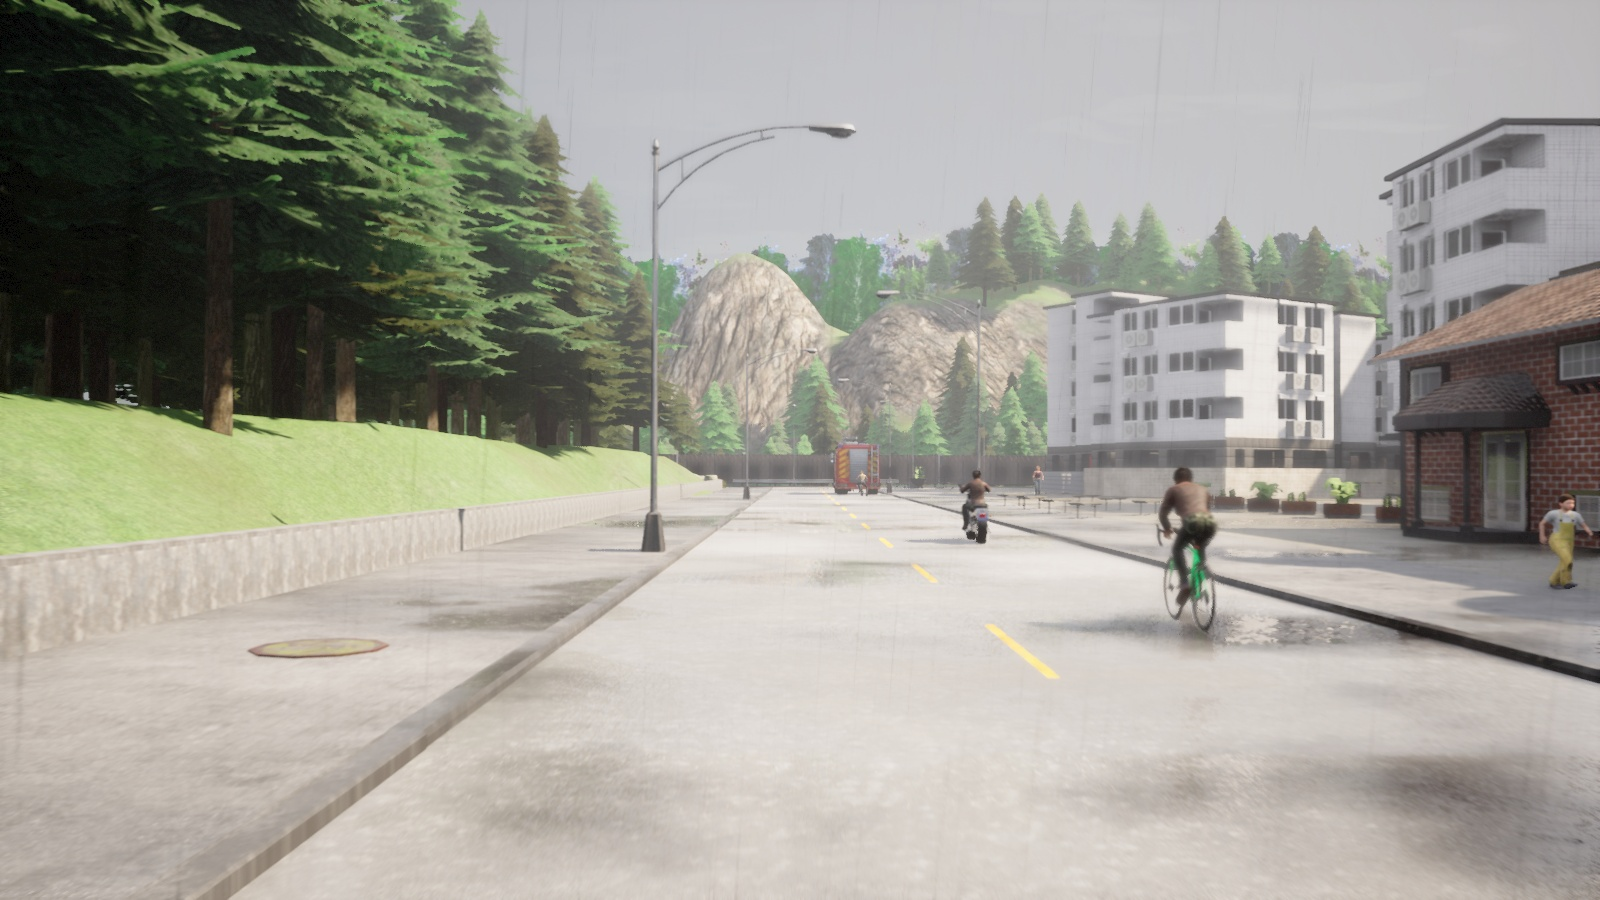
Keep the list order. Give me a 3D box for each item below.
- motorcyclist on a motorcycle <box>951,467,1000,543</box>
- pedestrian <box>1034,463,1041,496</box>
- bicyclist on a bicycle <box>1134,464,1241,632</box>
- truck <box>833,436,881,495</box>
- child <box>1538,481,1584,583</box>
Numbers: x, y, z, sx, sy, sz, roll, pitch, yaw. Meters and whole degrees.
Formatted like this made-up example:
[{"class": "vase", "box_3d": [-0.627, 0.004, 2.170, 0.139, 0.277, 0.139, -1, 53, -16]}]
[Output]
[{"class": "motorcyclist on a motorcycle", "box_3d": [3.958, 1.225, 28.436, 0.766, 1.649, 2.350, 0, -1, 0]}, {"class": "pedestrian", "box_3d": [13.220, 1.641, 69.846, 0.345, 1.836, 0.594, 0, -1, 9]}, {"class": "bicyclist on a bicycle", "box_3d": [3.981, 0.970, 13.019, 0.582, 1.620, 1.656, 0, -1, 0]}, {"class": "truck", "box_3d": [3.869, 1.095, 87.270, 2.891, 3.827, 8.468, 0, -1, 0]}, {"class": "child", "box_3d": [9.596, 1.030, 15.836, 0.270, 1.263, 0.437, 0, -1, -6]}]
